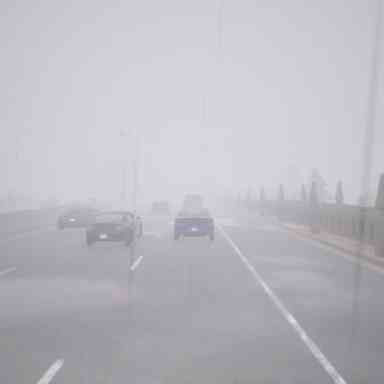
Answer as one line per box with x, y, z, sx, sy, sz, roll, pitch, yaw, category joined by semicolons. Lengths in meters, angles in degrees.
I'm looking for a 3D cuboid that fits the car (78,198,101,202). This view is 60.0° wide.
-14.409;1.603;47.903;1.837;1.490;4.892;0;0;-4;car

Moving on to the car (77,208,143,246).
-3.414;1.537;15.136;1.812;1.442;4.674;0;0;0;car

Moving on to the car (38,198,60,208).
-21.616;1.592;50.382;1.882;1.535;5.008;0;0;-5;car

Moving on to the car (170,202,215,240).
0.100;1.492;17.154;1.882;1.535;5.008;0;0;0;car

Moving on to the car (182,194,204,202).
0.097;1.282;36.544;2.150;2.045;5.566;0;0;0;car

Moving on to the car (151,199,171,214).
-3.404;1.553;36.956;2.128;1.511;4.902;0;0;0;car

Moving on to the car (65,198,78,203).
-18.195;1.680;51.244;1.994;1.385;4.181;0;0;-6;car

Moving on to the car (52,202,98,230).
-6.901;1.586;21.182;1.994;1.385;4.181;0;0;0;car
